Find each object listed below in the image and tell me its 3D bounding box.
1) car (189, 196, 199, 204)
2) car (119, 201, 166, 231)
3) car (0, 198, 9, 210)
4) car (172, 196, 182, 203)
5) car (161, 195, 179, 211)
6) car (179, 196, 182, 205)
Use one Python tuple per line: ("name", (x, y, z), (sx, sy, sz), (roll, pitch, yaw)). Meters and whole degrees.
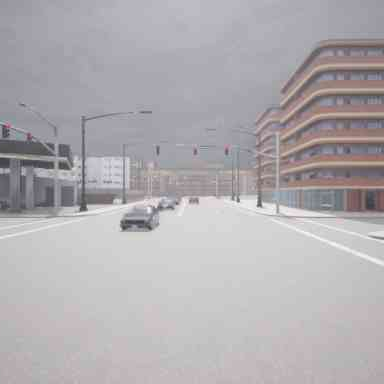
("car", (0.346, 1.491, 63.754), (2.128, 1.511, 4.902), (0, 0, 0))
("car", (-3.130, 1.547, 21.121), (2.033, 1.411, 5.357), (0, 0, 1))
("car", (-23.943, 1.456, 39.446), (3.806, 1.475, 1.970), (0, 0, 1))
("car", (-3.200, 1.526, 71.080), (1.895, 1.301, 4.718), (0, 0, 0))
("car", (-3.112, 1.492, 41.342), (2.128, 1.511, 4.902), (0, 0, 0))
("car", (-3.191, 1.354, 56.071), (2.097, 1.767, 4.553), (0, 0, 0))
